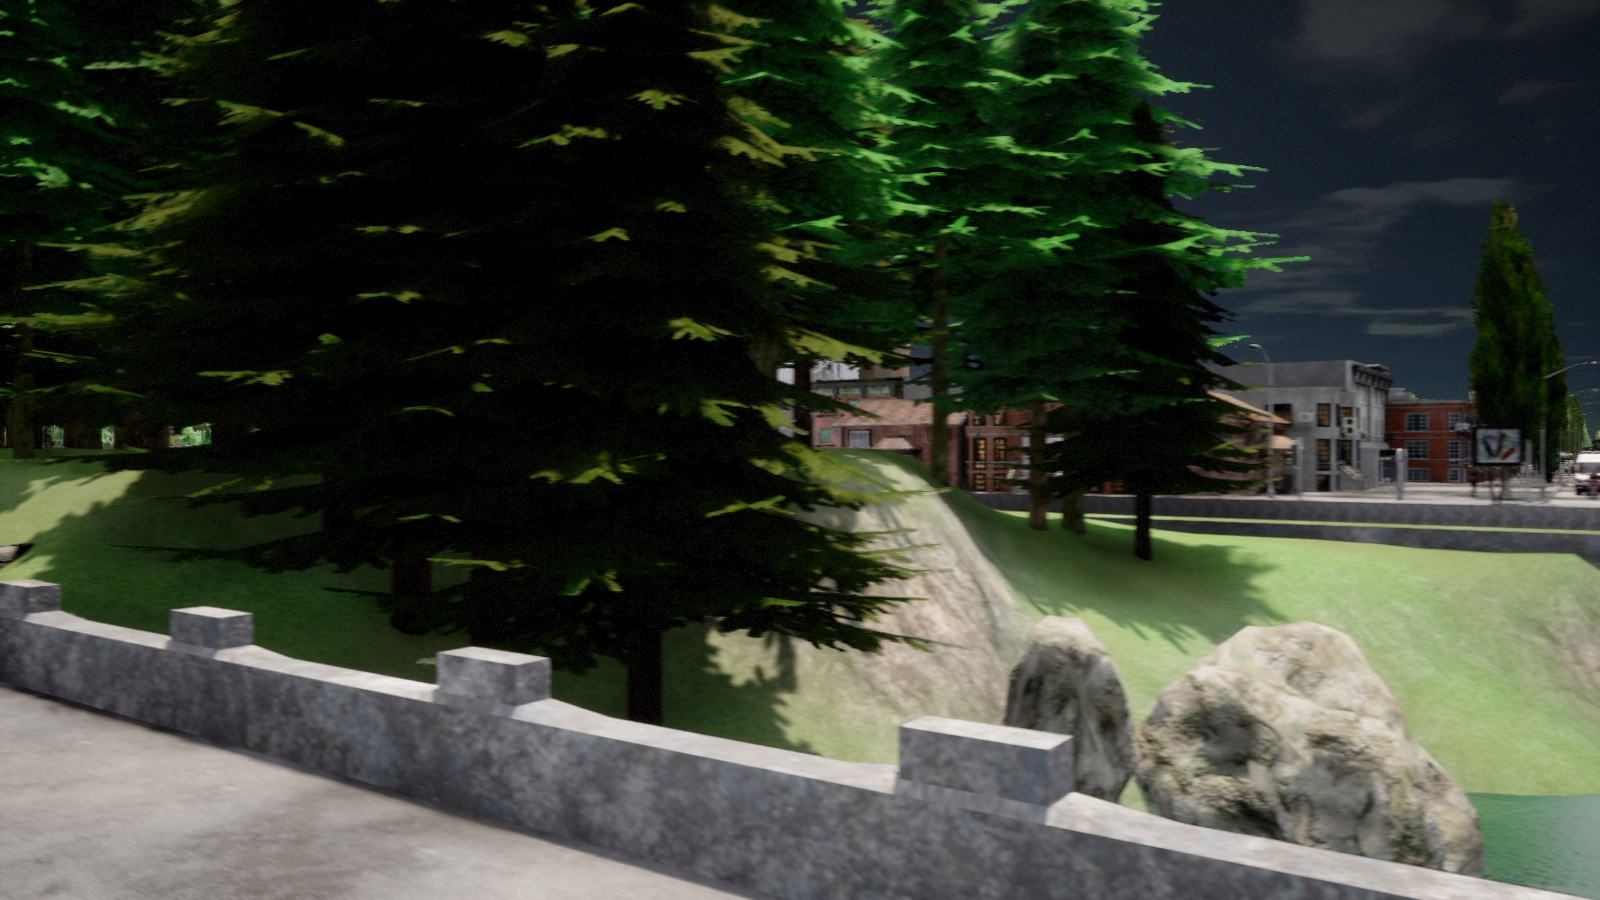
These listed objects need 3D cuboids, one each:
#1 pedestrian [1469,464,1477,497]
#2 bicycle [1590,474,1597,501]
[{"bbox_3d":[38.754,1.745,65.776,0.375,1.860,0.375,0,0,37],"label":"pedestrian"},{"bbox_3d":[44.070,2.060,63.456,0.329,1.471,1.835,0,0,35],"label":"bicycle"}]
